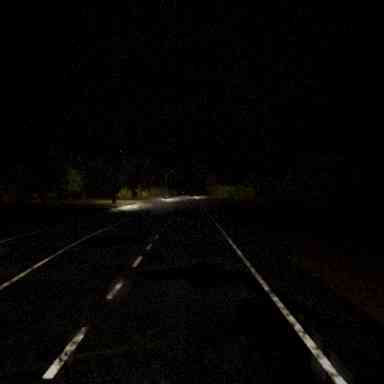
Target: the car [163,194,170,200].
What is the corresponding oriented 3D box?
[{"bbox_3d":[-6.975,1.392,92.404,2.033,1.411,5.357,0,0,0],"label":"car"}]
